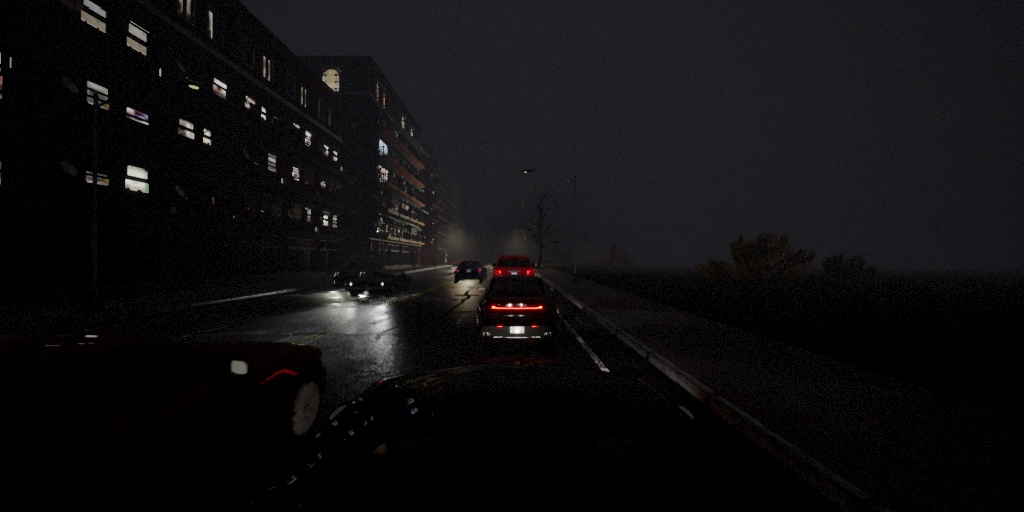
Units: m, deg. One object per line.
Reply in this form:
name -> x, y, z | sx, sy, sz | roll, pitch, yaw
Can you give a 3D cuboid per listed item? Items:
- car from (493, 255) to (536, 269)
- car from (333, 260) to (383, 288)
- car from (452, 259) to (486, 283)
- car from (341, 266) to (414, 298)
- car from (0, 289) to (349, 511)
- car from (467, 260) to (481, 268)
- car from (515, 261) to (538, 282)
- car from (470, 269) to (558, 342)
car -> 0.108, 0.975, 20.064 | 2.150, 2.045, 5.566 | 0, 0, 0
car -> -9.841, 1.105, 23.594 | 2.097, 1.767, 4.553 | 0, 0, 0
car -> -3.139, 1.105, 27.994 | 2.097, 1.767, 4.553 | 0, 0, 0
car -> -6.593, 1.353, 18.413 | 1.895, 1.301, 4.718 | 0, 0, 0
car -> -3.149, 1.228, 2.266 | 1.882, 1.535, 5.008 | 0, 0, 0
car -> -6.545, 1.317, 61.831 | 1.994, 1.385, 4.181 | 0, 0, 0
car -> 1.150, 1.209, 30.472 | 1.801, 1.575, 5.366 | 0, 0, 0
car -> 0.105, 1.256, 9.717 | 1.837, 1.490, 4.892 | 0, 0, 0
